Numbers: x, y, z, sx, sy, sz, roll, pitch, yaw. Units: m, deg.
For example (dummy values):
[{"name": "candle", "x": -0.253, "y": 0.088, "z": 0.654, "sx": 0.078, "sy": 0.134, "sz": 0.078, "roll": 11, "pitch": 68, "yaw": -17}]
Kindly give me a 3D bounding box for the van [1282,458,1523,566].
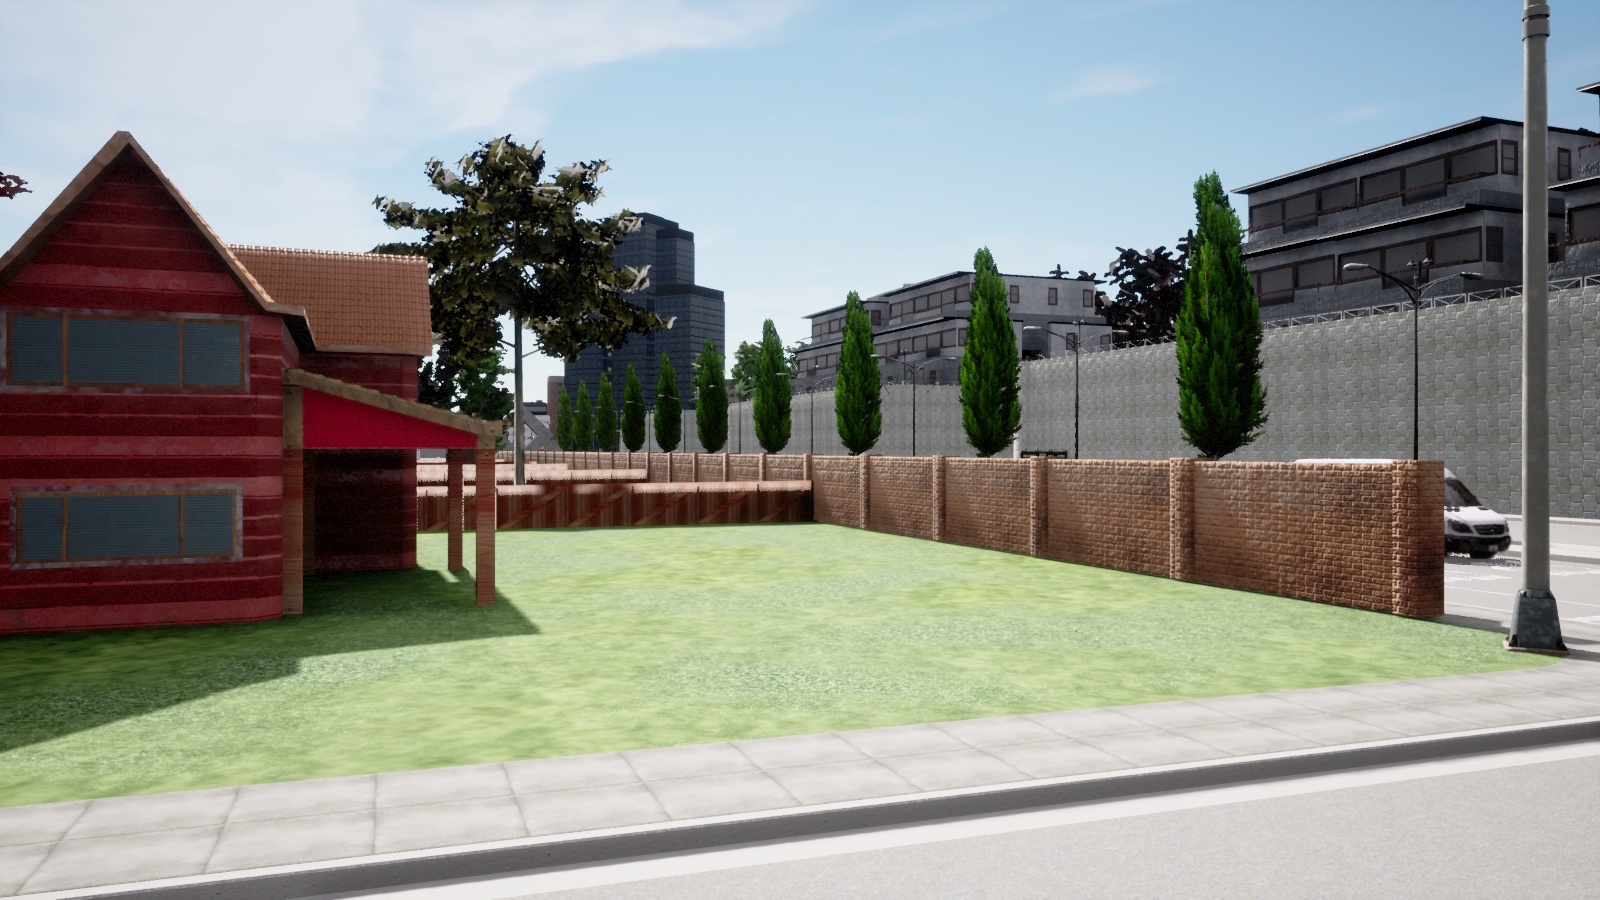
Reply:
[{"name": "van", "x": 16.001, "y": 1.534, "z": 30.811, "sx": 1.988, "sy": 2.561, "sz": 5.915, "roll": 0, "pitch": 0, "yaw": -21}]
